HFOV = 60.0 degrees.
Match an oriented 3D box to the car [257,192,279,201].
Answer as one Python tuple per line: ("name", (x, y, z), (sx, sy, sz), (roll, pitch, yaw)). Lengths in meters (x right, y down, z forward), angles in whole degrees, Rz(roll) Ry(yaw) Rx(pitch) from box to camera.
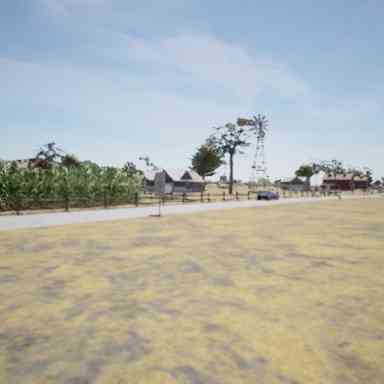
("car", (11.767, 0.676, 51.558), (1.895, 1.301, 4.718), (1, 1, 36))
